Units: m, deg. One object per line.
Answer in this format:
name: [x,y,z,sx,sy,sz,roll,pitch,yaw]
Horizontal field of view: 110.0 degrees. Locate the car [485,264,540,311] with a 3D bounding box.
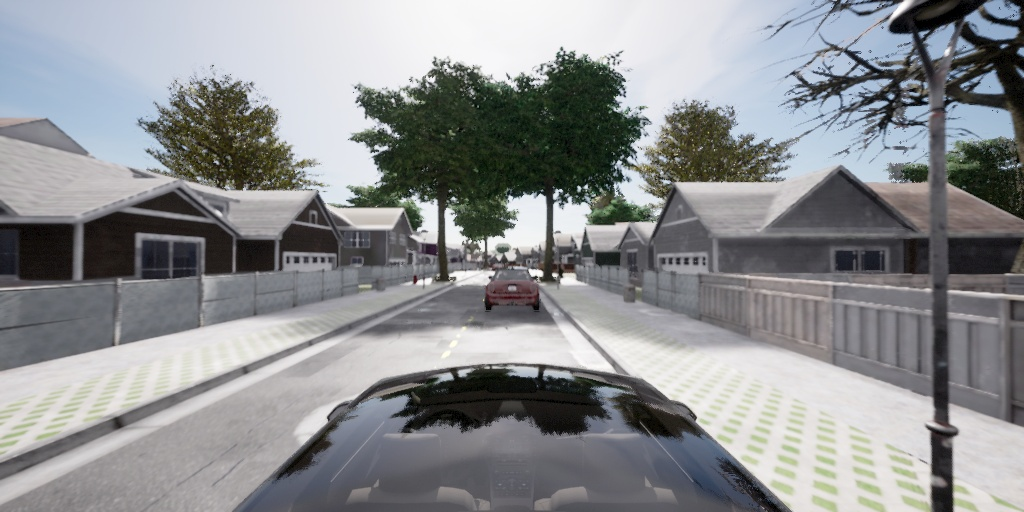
car: [0.028,1.238,15.280,2.097,1.767,4.553,0,-1,0]
